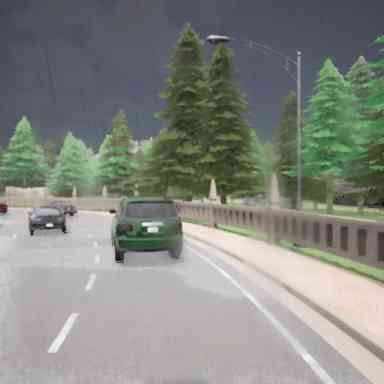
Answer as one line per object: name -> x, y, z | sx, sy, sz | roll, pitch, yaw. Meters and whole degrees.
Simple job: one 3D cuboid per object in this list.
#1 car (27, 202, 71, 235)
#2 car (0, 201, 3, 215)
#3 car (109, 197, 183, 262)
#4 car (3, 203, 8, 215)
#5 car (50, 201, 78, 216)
car -> -8.338, 1.521, 19.063 | 1.812, 1.442, 4.674 | 0, 0, -27
car -> -14.041, 1.222, 21.613 | 2.150, 2.045, 5.566 | 0, 0, -36
car -> -1.857, 1.213, 12.472 | 2.150, 2.045, 5.566 | 0, 0, -15
car -> -19.959, 1.477, 32.657 | 5.008, 1.535, 1.882 | 0, 0, 38
car -> -12.565, 1.539, 30.939 | 2.033, 1.411, 5.357 | 0, 0, -44
